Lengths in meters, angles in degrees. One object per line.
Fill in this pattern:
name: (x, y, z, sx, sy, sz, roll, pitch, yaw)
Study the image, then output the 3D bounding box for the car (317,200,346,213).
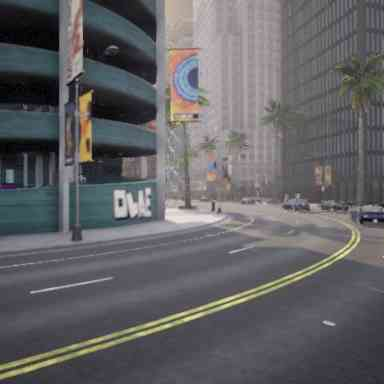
car: (17.648, 1.772, 41.772, 1.837, 1.490, 4.892, 1, -1, -8)

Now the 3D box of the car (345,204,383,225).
car: (13.479, 1.758, 25.575, 1.895, 1.301, 4.718, 0, 0, 15)

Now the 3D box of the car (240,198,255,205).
car: (12.235, 2.007, 73.174, 2.231, 1.521, 4.892, 0, 0, -17)

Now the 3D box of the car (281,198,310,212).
car: (13.653, 1.650, 44.055, 2.097, 1.767, 4.553, 0, 0, -11)
